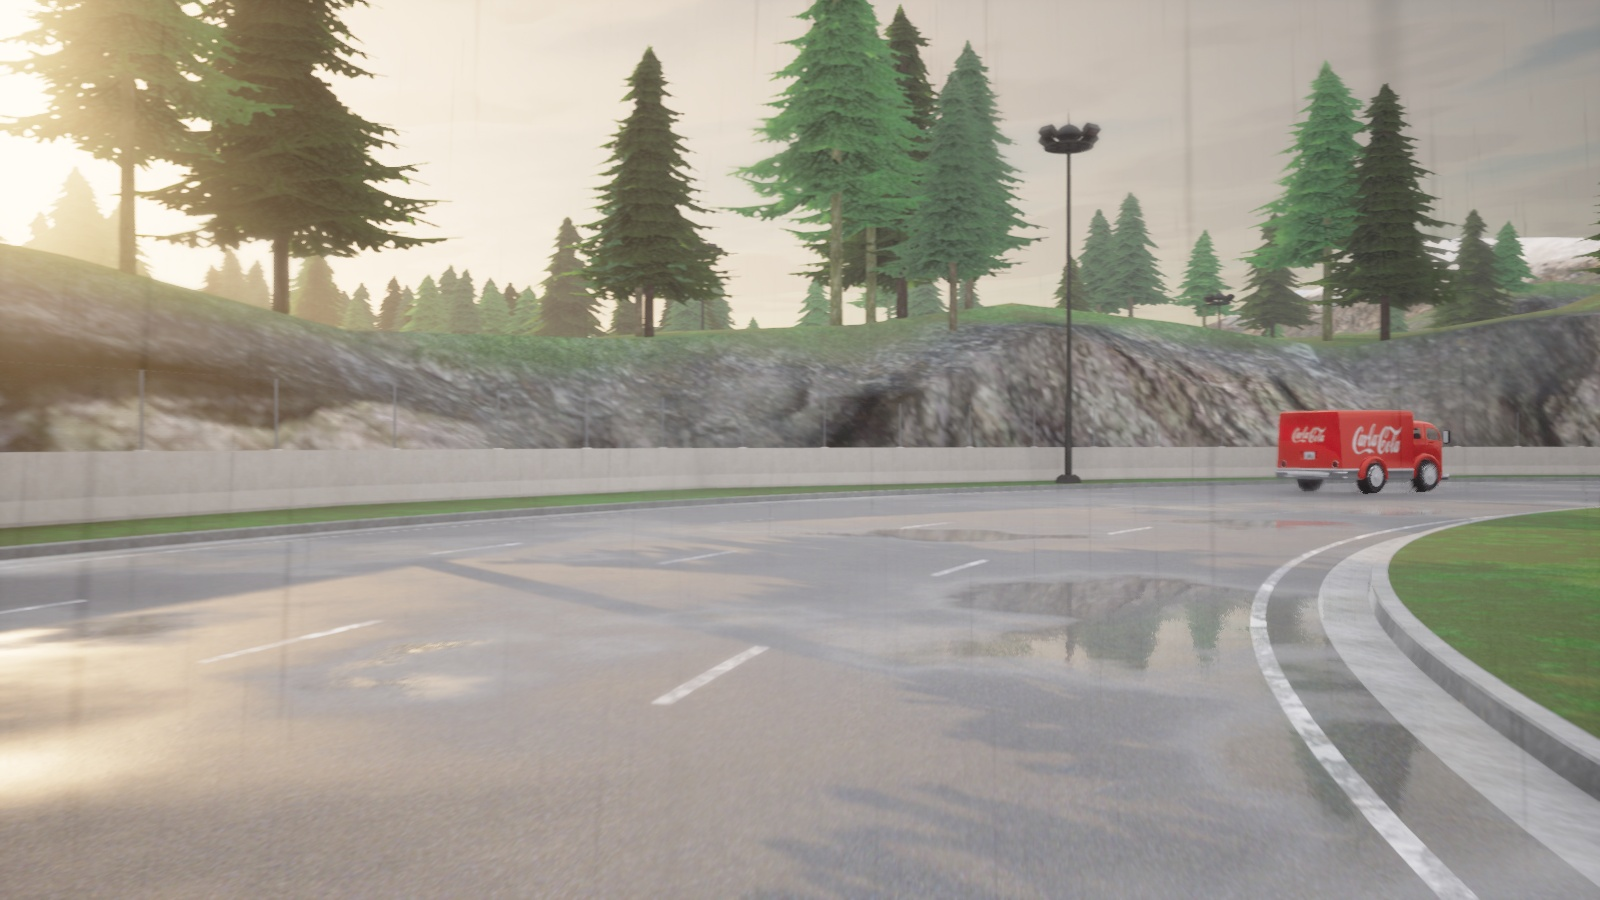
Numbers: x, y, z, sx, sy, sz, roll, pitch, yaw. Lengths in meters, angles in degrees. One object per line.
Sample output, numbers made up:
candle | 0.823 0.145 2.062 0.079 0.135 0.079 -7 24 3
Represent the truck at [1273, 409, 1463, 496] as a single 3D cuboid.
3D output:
truck | 17.305 0.076 38.249 5.204 2.467 2.627 0 0 -28
